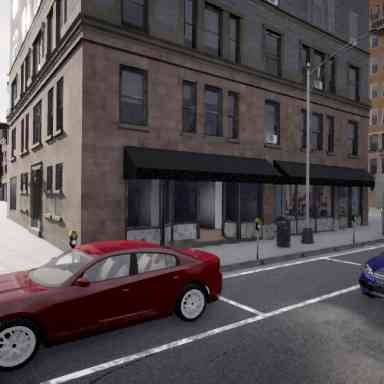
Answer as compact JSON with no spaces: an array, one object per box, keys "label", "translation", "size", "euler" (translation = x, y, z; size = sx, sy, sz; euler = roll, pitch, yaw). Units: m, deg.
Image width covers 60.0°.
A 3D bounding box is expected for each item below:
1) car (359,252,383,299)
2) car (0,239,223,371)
[{"label":"car","translation":[5.595,1.527,7.313],"size":[4.674,1.442,1.812],"euler":[0,0,-35]},{"label":"car","translation":[-1.518,1.545,5.672],"size":[4.507,1.381,1.887],"euler":[0,1,-35]}]
